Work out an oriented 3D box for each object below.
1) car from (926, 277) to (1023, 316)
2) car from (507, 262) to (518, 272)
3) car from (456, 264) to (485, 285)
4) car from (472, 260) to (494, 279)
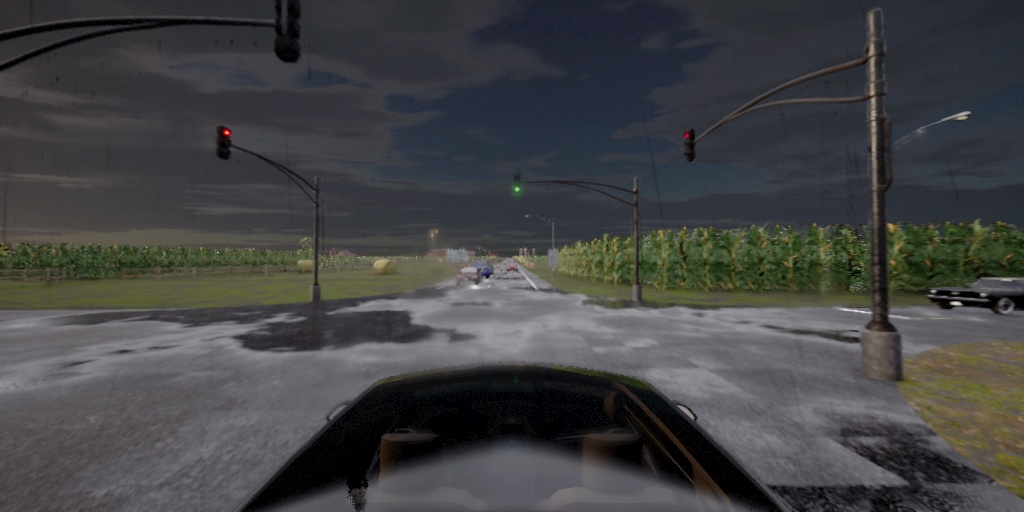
[{"bbox_3d":[18.727,1.455,13.481,4.718,1.301,1.895,0,-1,-3],"label":"car"},{"bbox_3d":[0.051,2.087,61.139,1.895,1.301,4.718,0,-1,1],"label":"car"},{"bbox_3d":[-3.603,1.655,30.846,1.812,1.442,4.674,0,-1,0],"label":"car"},{"bbox_3d":[-3.592,1.473,40.801,2.150,2.045,5.566,0,-1,0],"label":"car"}]
